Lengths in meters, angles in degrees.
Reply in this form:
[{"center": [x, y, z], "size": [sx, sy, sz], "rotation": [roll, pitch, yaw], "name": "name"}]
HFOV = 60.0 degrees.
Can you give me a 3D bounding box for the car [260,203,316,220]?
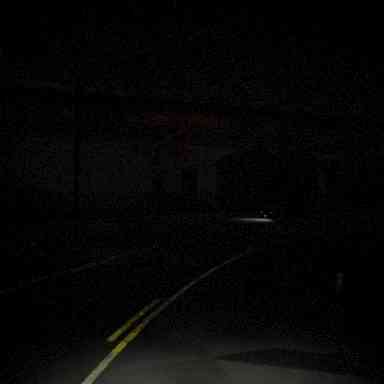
[{"center": [8.884, 1.742, 30.664], "size": [5.357, 1.411, 2.033], "rotation": [1, 0, -26], "name": "car"}]
